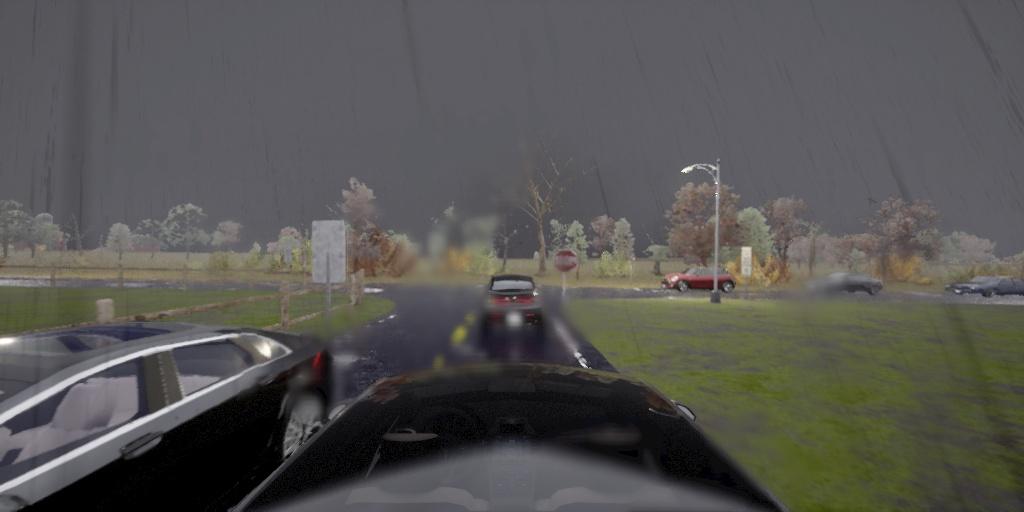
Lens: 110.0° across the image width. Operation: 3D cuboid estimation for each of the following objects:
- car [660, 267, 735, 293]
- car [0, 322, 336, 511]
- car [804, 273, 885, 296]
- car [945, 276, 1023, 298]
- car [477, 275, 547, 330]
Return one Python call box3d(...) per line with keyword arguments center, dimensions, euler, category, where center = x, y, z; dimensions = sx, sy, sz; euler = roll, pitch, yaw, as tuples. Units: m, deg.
box3d(center=(12.807, 1.554, 24.942), dimensions=(4.553, 1.767, 2.097), euler=(1, 0, -1), category="car")
box3d(center=(-2.837, 1.243, 1.947), dimensions=(2.128, 1.511, 4.902), euler=(0, -1, 0), category="car")
box3d(center=(23.104, 1.912, 24.966), dimensions=(4.674, 1.442, 1.812), euler=(1, 0, 0), category="car")
box3d(center=(33.712, 2.120, 24.937), dimensions=(5.357, 1.411, 2.033), euler=(1, 0, 0), category="car")
box3d(center=(-0.035, 1.346, 11.434), dimensions=(1.837, 1.490, 4.892), euler=(0, 0, -2), category="car")
